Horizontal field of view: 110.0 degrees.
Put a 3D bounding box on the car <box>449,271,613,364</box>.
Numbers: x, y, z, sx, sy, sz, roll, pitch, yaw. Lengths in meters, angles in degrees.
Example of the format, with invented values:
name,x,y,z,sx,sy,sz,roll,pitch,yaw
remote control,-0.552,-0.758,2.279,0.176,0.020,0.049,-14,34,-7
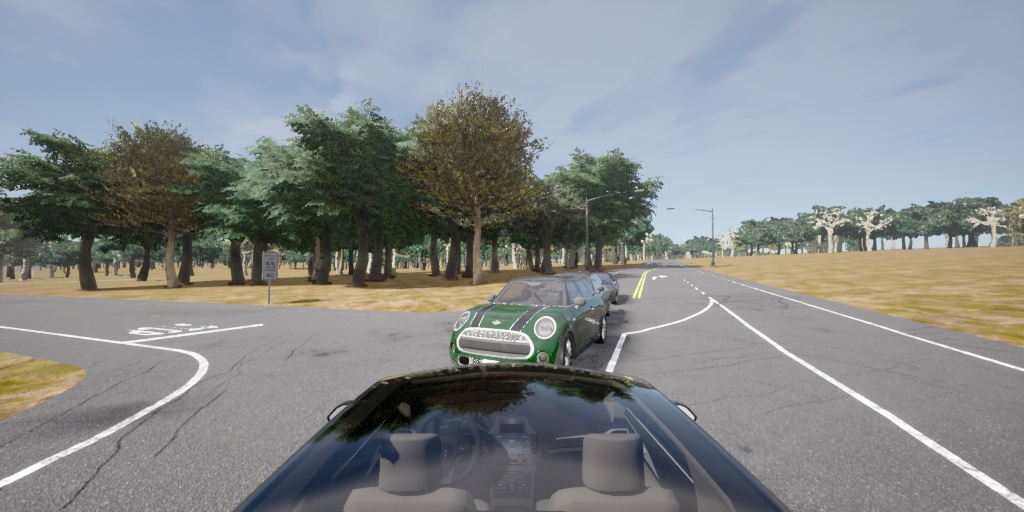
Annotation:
name,x,y,z,sx,sy,sz,roll,pitch,yaw
car,0.627,1.217,7.763,2.097,1.767,4.553,-1,-2,26

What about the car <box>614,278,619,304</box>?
name,x,y,z,sx,sy,sz,roll,pitch,yaw
car,4.236,1.508,17.800,1.994,1.385,4.181,-1,0,19
